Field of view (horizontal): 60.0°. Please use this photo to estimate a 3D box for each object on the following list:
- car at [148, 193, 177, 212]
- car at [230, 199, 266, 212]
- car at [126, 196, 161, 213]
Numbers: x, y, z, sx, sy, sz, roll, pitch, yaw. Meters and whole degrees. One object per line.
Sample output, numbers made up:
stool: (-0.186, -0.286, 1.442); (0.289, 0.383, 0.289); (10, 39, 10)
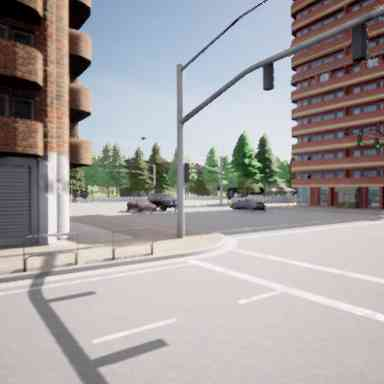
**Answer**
car: (-3.327, 1.139, 38.575); (2.150, 2.045, 5.566); (0, 0, -35)
car: (6.206, 1.449, 37.223); (1.994, 1.385, 4.181); (0, 0, -35)
car: (-5.488, 1.454, 35.551); (1.812, 1.442, 4.674); (0, 0, -35)
